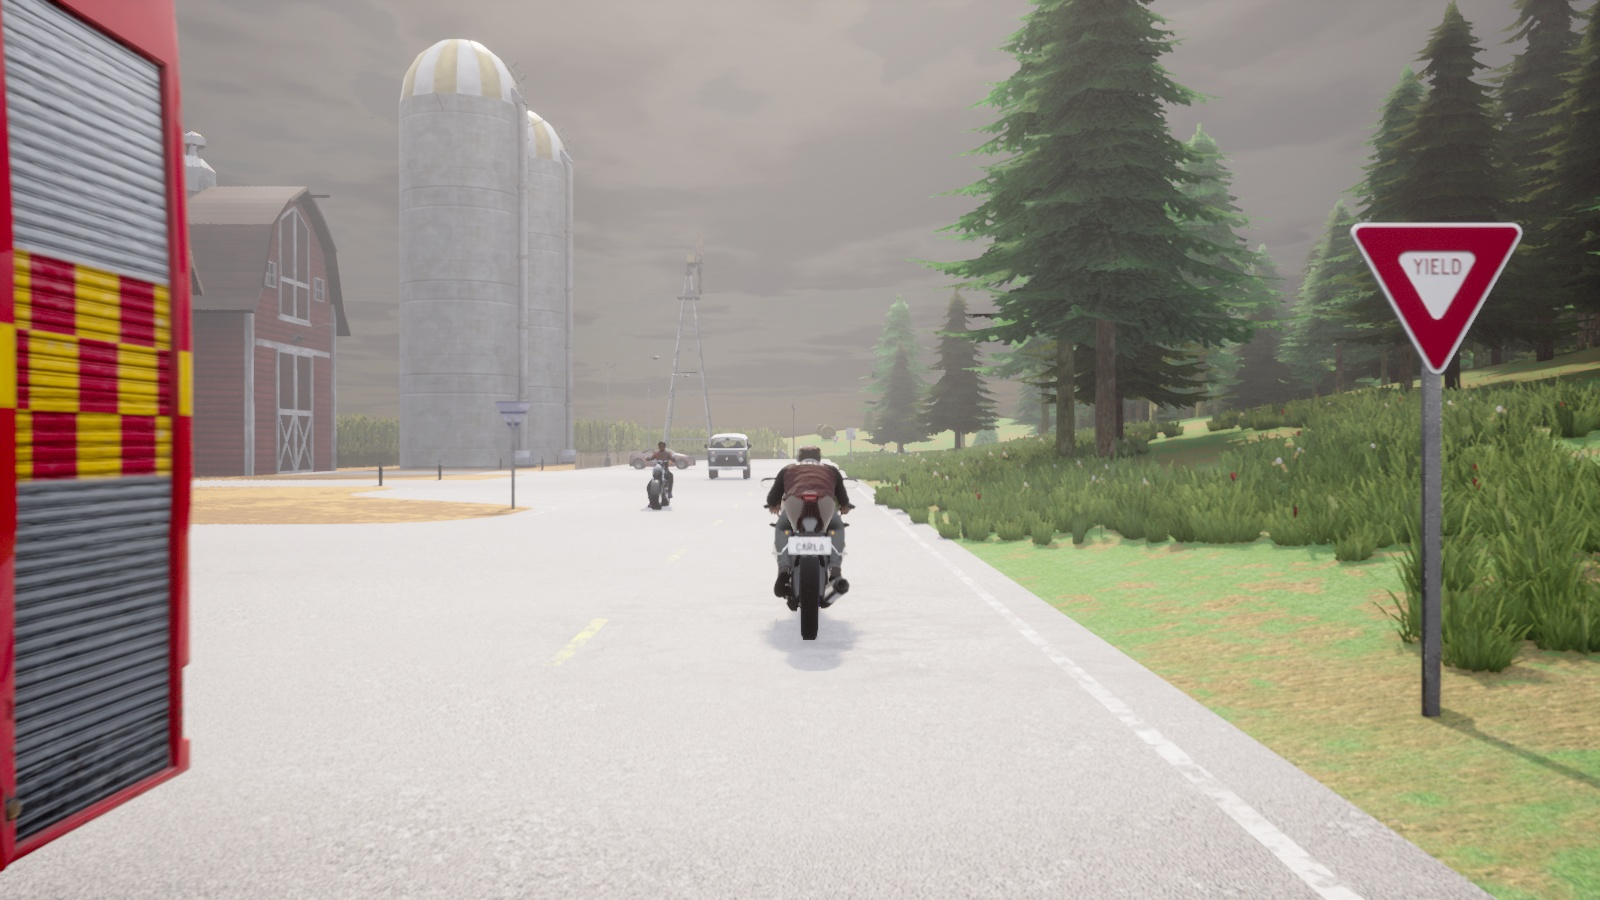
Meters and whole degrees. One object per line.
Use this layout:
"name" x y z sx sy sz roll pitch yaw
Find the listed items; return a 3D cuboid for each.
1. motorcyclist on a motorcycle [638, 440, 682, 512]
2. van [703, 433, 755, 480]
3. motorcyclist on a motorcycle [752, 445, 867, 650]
"motorcyclist on a motorcycle" -3.318 0.587 29.923 0.766 1.649 2.350 0 0 0
"van" -3.165 0.264 56.555 2.069 2.038 4.480 0 0 0
"motorcyclist on a motorcycle" 0.076 0.734 10.627 0.866 1.530 2.191 0 1 0
